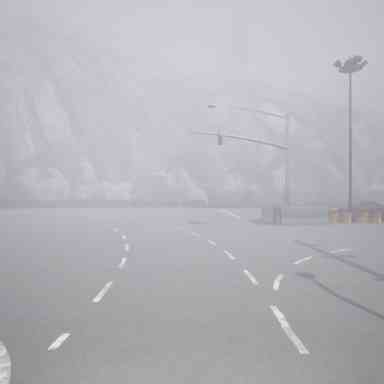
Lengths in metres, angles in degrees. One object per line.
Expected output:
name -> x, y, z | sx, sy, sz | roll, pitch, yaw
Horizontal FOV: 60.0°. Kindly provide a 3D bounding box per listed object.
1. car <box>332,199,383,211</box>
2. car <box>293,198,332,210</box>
car -> 15.590, 1.501, 30.541 | 4.181, 1.385, 1.994 | 0, 0, -3
car -> 15.299, 1.462, 41.041 | 5.357, 1.411, 2.033 | 0, 0, -3
